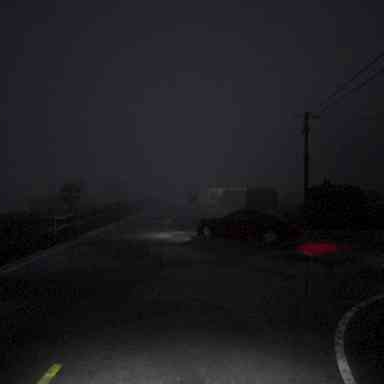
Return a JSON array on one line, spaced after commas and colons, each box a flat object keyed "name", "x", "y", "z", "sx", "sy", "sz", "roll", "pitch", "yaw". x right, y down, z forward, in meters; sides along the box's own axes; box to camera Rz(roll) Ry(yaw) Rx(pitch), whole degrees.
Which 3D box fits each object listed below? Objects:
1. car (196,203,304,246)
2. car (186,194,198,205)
[{"name": "car", "x": 2.598, "y": 1.491, "z": 15.524, "sx": 5.008, "sy": 1.535, "sz": 1.882, "roll": 0, "pitch": 2, "yaw": 31}, {"name": "car", "x": 0.035, "y": 1.471, "z": 56.269, "sx": 1.837, "sy": 1.490, "sz": 4.892, "roll": 0, "pitch": 0, "yaw": 0}]
